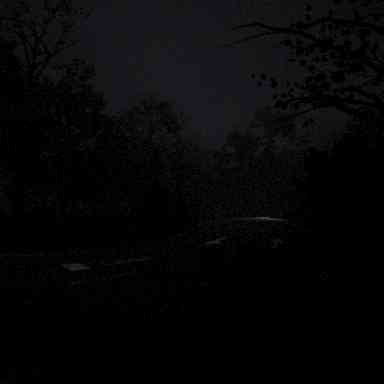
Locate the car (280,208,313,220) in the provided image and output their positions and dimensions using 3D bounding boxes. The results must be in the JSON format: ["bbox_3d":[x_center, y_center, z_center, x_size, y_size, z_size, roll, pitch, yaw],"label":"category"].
[{"bbox_3d":[13.825,2.819,43.095,4.892,1.490,1.837,2,-3,-11],"label":"car"}]
